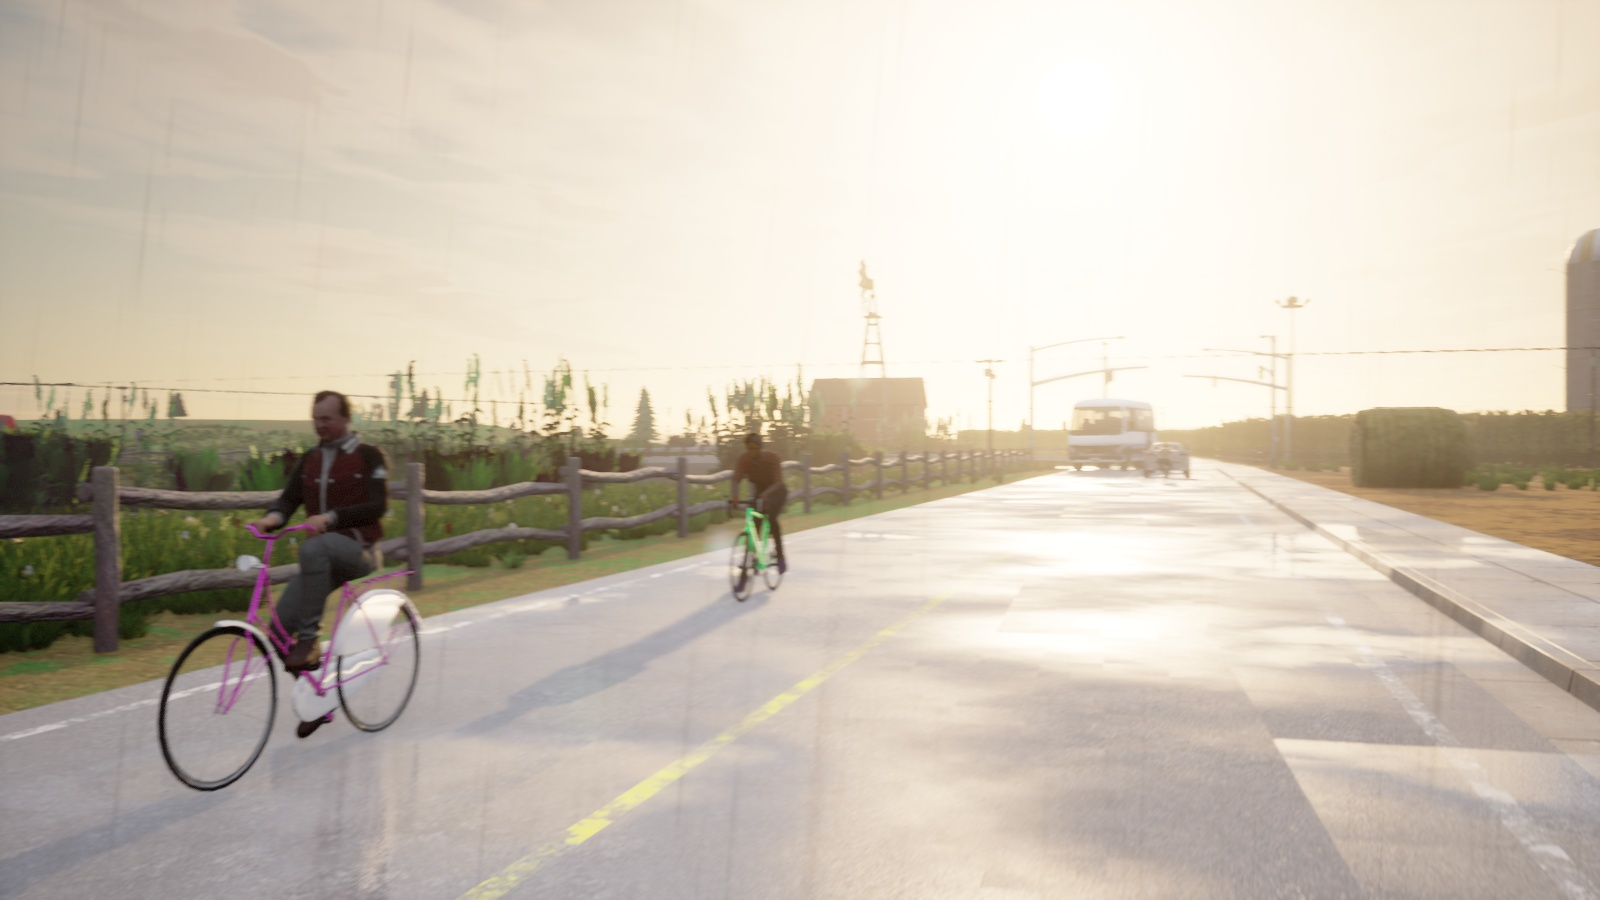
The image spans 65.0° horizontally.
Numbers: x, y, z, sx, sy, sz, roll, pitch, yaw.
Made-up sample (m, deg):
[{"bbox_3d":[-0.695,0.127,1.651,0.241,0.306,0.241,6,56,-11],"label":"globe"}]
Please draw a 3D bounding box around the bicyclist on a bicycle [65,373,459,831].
[{"bbox_3d":[-2.383,0.588,5.849,0.659,1.776,1.843,0,0,16],"label":"bicyclist on a bicycle"}]

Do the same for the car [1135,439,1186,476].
[{"bbox_3d":[16.840,0.320,58.616,2.152,1.651,5.027,0,0,16],"label":"car"}]

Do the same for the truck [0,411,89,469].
[{"bbox_3d":[-48.445,-0.613,77.574,2.891,3.462,7.936,0,0,20],"label":"truck"}]

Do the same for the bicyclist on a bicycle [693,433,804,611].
[{"bbox_3d":[-0.473,0.648,12.320,0.582,1.620,1.656,0,1,16],"label":"bicyclist on a bicycle"}]

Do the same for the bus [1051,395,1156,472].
[{"bbox_3d":[18.330,-0.903,75.162,3.944,4.253,10.273,-1,0,26],"label":"bus"}]
